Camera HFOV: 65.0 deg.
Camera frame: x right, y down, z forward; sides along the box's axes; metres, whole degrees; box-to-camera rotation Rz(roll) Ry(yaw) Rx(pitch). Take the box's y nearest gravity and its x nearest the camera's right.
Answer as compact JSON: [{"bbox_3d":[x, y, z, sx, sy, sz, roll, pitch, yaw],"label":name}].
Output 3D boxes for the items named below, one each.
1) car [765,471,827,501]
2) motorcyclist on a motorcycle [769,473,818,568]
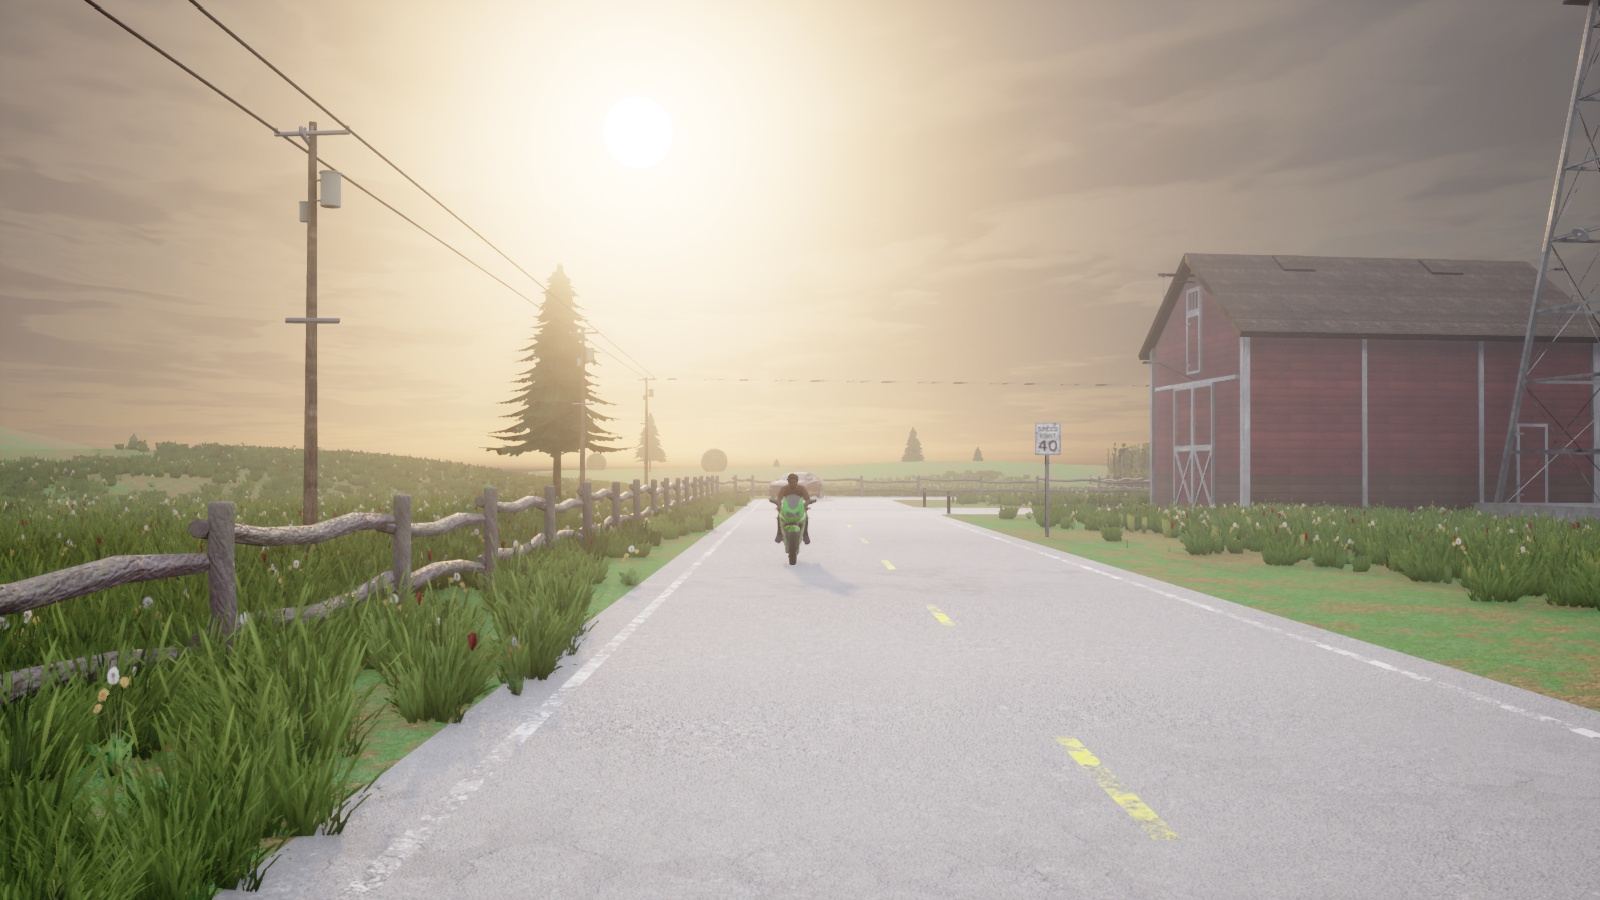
[{"bbox_3d":[-0.167,1.943,68.692,1.882,1.535,5.008,-1,-1,18],"label":"car"},{"bbox_3d":[-0.111,1.153,21.266,0.797,1.523,2.044,0,-1,0],"label":"motorcyclist on a motorcycle"}]
